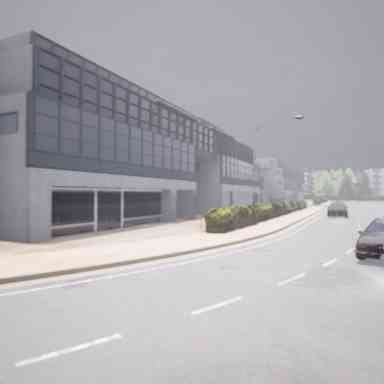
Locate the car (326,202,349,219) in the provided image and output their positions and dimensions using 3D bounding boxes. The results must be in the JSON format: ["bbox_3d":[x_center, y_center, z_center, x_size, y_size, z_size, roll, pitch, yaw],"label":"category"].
[{"bbox_3d":[14.806,1.796,33.725,1.882,1.535,5.008,0,0,26],"label":"car"}]

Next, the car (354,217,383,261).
[{"bbox_3d":[7.482,1.679,12.431,2.033,1.411,5.357,0,0,35],"label":"car"}]
